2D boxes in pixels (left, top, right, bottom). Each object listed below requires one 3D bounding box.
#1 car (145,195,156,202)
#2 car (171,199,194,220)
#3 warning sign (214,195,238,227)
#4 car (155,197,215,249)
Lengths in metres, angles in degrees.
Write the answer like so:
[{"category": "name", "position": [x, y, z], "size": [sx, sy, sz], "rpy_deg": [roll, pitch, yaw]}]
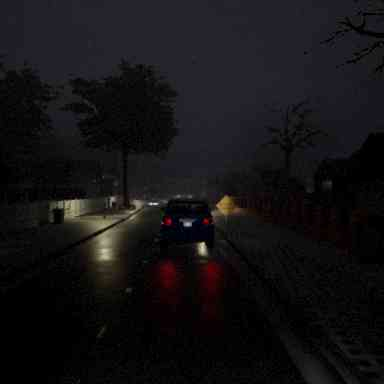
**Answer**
[{"category": "car", "position": [-8.856, 1.512, 75.363], "size": [2.128, 1.511, 4.902], "rpy_deg": [0, 0, -9]}, {"category": "car", "position": [-0.954, 1.492, 29.757], "size": [1.882, 1.535, 5.008], "rpy_deg": [0, 0, -4]}, {"category": "warning sign", "position": [2.081, 1.116, 20.278], "size": [1.300, 1.860, 1.060], "rpy_deg": [1, 1, -2]}, {"category": "car", "position": [-0.240, 1.258, 14.760], "size": [2.150, 2.045, 5.566], "rpy_deg": [0, 0, -2]}]
